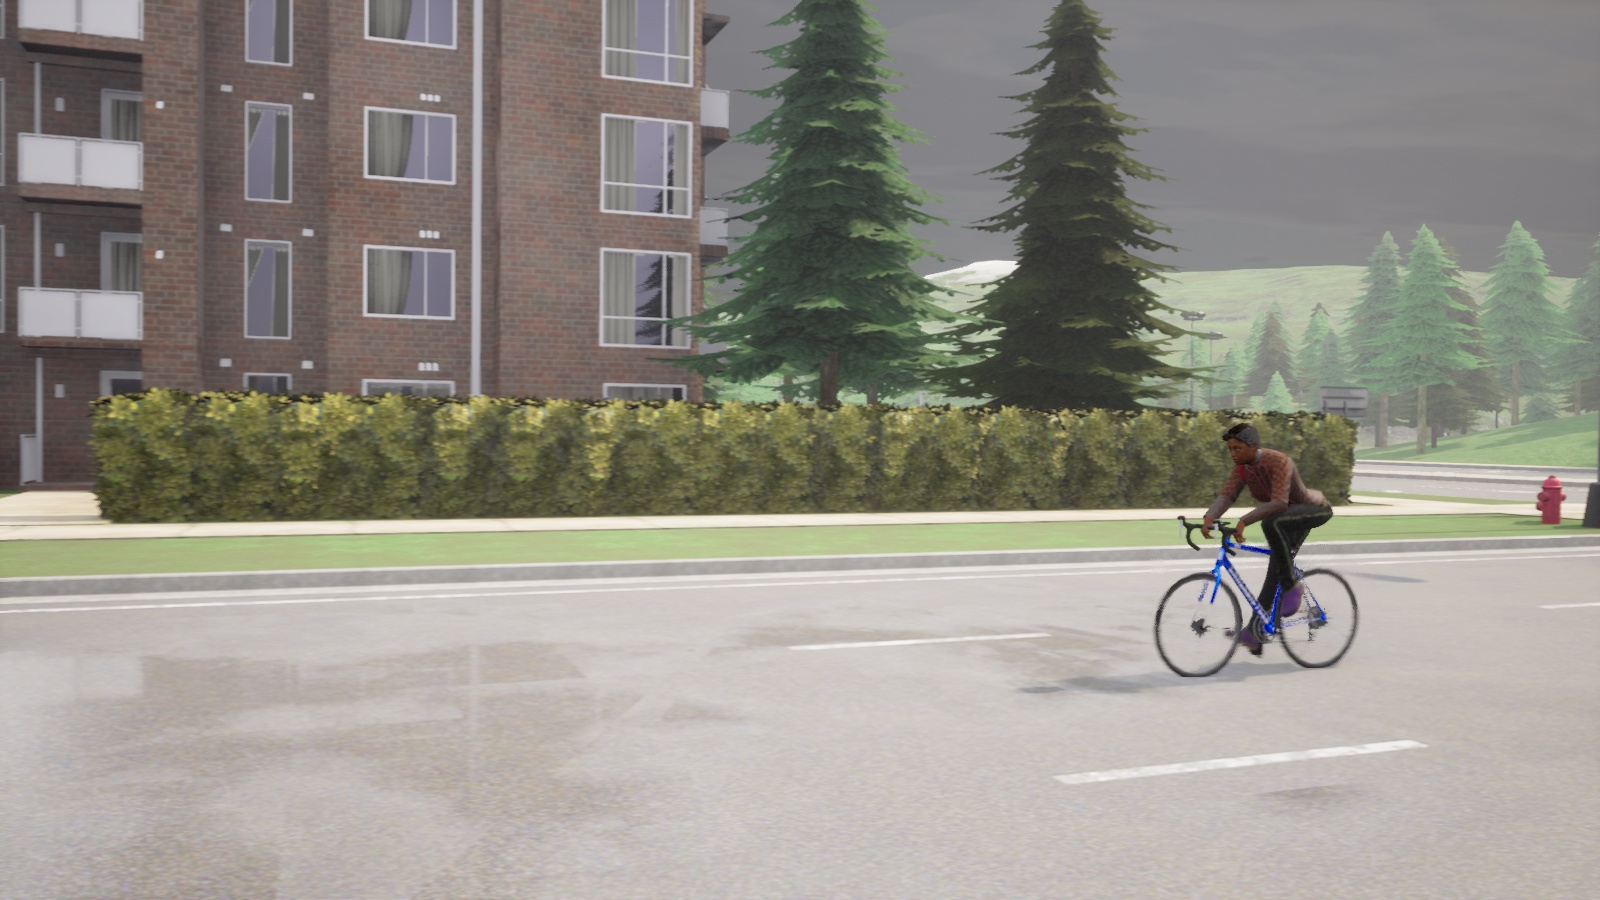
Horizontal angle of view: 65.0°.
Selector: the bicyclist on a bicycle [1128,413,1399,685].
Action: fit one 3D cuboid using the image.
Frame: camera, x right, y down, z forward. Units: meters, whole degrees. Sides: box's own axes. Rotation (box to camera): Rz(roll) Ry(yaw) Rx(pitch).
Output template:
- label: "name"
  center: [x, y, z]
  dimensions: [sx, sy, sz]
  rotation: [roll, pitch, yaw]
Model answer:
- label: "bicyclist on a bicycle"
  center: [3.001, 0.586, 8.122]
  dimensions: [1.656, 1.620, 0.582]
  rotation: [-1, 1, -21]
